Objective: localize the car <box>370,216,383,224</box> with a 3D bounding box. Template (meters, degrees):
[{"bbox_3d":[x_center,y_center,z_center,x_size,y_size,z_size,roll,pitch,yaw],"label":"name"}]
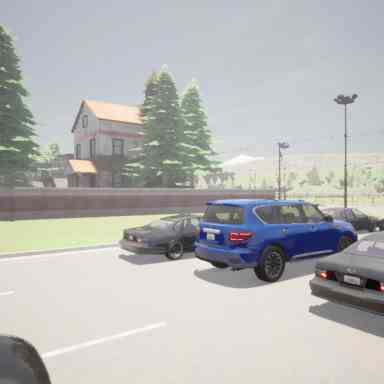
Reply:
[{"bbox_3d":[10.671,1.505,15.665,4.892,1.490,1.837,0,0,-35],"label":"car"}]

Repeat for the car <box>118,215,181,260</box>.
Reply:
[{"bbox_3d":[0.039,1.547,12.377,5.357,1.411,2.033,0,0,-35],"label":"car"}]

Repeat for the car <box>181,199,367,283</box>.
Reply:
[{"bbox_3d":[2.660,1.221,9.952,5.566,2.045,2.150,0,0,-35],"label":"car"}]

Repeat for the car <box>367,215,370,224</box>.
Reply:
[{"bbox_3d":[8.233,1.547,18.224,5.357,1.411,2.033,0,0,-36],"label":"car"}]

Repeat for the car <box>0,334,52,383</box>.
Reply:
[{"bbox_3d":[-2.914,1.564,1.797,4.181,1.385,1.994,0,0,-34],"label":"car"}]

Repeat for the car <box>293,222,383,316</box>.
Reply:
[{"bbox_3d":[4.765,1.547,7.152,5.357,1.411,2.033,0,0,-36],"label":"car"}]
